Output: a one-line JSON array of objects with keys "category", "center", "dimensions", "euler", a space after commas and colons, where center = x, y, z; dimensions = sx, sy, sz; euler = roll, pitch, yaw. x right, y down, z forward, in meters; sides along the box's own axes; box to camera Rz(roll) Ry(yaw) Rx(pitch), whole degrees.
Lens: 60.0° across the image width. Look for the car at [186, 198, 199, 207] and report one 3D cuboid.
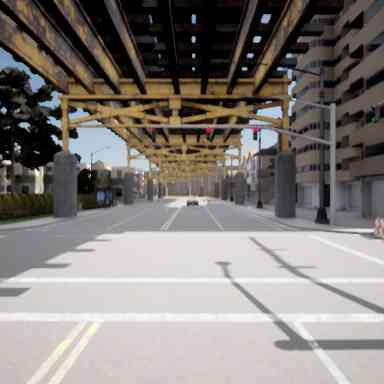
[{"category": "car", "center": [0.094, 1.618, 52.423], "dimensions": [1.895, 1.301, 4.718], "euler": [0, 0, 0]}]
